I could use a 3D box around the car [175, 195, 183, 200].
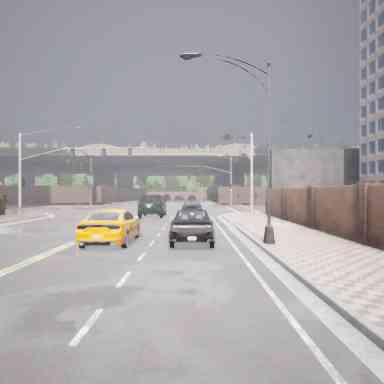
[{"bbox_3d":[-3.500,1.476,87.090,1.895,1.301,4.718,0,0,0],"label":"car"}]

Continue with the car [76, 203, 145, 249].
[{"bbox_3d":[-3.500,1.483,14.650,1.882,1.535,5.008,0,0,0],"label":"car"}]

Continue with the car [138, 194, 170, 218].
[{"bbox_3d":[-3.500,1.256,29.680,2.150,2.045,5.566,0,0,0],"label":"car"}]

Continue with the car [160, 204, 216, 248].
[{"bbox_3d":[0.000,1.493,14.650,2.128,1.511,4.902,0,0,0],"label":"car"}]

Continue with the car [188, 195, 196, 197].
[{"bbox_3d":[0.000,1.477,87.092,1.895,1.301,4.718,0,0,0],"label":"car"}]

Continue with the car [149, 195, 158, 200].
[{"bbox_3d":[-10.500,1.545,91.505,1.994,1.385,4.181,0,0,0],"label":"car"}]

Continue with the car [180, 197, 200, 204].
[{"bbox_3d":[0.000,1.515,29.650,1.837,1.490,4.892,0,0,0],"label":"car"}]
